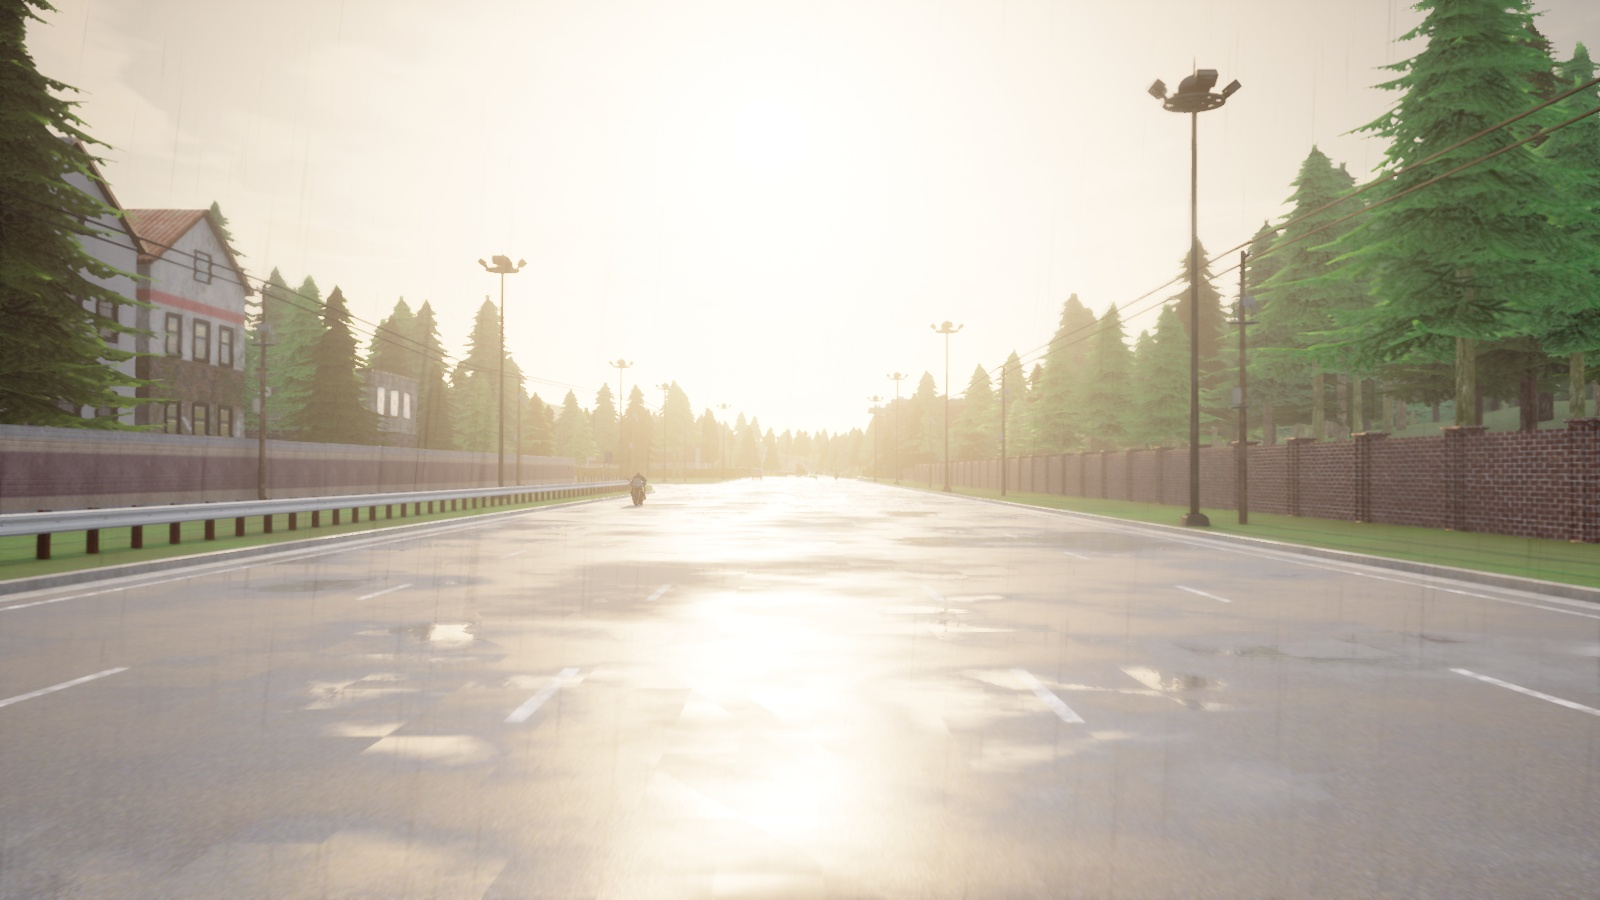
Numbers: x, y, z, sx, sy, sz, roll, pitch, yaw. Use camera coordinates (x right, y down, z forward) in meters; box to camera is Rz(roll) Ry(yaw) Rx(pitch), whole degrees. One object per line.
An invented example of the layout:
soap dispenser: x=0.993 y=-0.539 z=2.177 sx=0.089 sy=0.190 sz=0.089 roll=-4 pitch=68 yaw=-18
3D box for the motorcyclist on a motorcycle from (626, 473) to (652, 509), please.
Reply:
motorcyclist on a motorcycle: x=-7.133 y=1.809 z=55.610 sx=0.866 sy=1.530 sz=2.191 roll=0 pitch=-1 yaw=0
